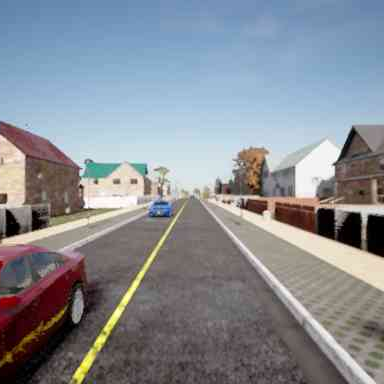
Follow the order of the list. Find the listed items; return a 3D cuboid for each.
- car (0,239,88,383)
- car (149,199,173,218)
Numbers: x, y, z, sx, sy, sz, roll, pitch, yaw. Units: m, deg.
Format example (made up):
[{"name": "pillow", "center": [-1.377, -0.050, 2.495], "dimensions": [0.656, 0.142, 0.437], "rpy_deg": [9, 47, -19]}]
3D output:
[{"name": "car", "center": [-2.837, 1.468, 4.097], "dimensions": [1.882, 1.535, 5.008], "rpy_deg": [0, 0, 0]}, {"name": "car", "center": [-2.736, 1.442, 30.042], "dimensions": [1.882, 1.535, 5.008], "rpy_deg": [0, 0, 0]}]
